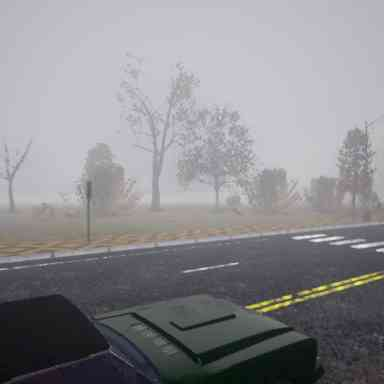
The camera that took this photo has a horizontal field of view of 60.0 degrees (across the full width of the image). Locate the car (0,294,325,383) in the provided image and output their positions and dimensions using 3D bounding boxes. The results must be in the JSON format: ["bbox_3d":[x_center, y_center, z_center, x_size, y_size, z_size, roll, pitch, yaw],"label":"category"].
[{"bbox_3d":[-1.045,1.601,2.657,4.718,1.301,1.895,0,0,-35],"label":"car"}]
